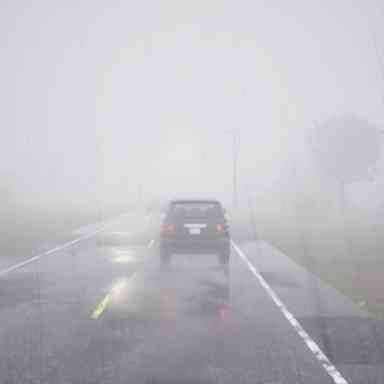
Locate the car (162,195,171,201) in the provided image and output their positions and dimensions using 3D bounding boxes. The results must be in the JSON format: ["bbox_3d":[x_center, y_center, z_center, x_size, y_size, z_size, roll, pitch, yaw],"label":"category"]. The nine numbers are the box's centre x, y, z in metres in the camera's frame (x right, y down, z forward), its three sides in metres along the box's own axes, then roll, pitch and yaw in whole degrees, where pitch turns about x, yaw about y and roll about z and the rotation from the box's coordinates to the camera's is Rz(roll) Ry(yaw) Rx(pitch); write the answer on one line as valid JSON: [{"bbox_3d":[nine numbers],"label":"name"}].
[{"bbox_3d":[-5.814,1.337,76.197,1.895,1.301,4.718,0,0,-7],"label":"car"}]

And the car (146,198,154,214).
[{"bbox_3d":[-3.596,1.382,34.431,1.882,1.535,5.008,0,0,0],"label":"car"}]

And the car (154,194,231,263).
[{"bbox_3d":[0.094,1.186,12.017,2.150,2.045,5.566,0,0,0],"label":"car"}]

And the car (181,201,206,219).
[{"bbox_3d":[0.094,1.483,28.503,1.994,1.385,4.181,0,0,0],"label":"car"}]

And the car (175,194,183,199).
[{"bbox_3d":[-3.451,1.212,87.940,1.994,1.385,4.181,0,0,0],"label":"car"}]
